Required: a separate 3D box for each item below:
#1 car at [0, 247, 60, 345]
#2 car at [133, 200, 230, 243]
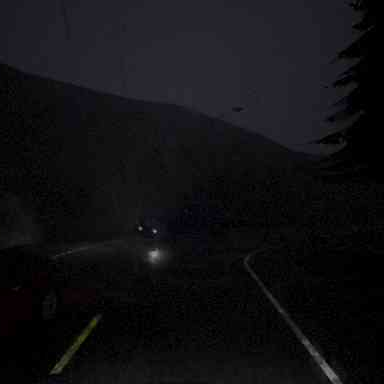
[{"bbox_3d":[-3.457,1.586,4.635,1.812,1.442,4.674,0,-1,2],"label":"car"},{"bbox_3d":[-0.400,1.453,17.931,5.566,2.045,2.150,1,-1,-40],"label":"car"}]
